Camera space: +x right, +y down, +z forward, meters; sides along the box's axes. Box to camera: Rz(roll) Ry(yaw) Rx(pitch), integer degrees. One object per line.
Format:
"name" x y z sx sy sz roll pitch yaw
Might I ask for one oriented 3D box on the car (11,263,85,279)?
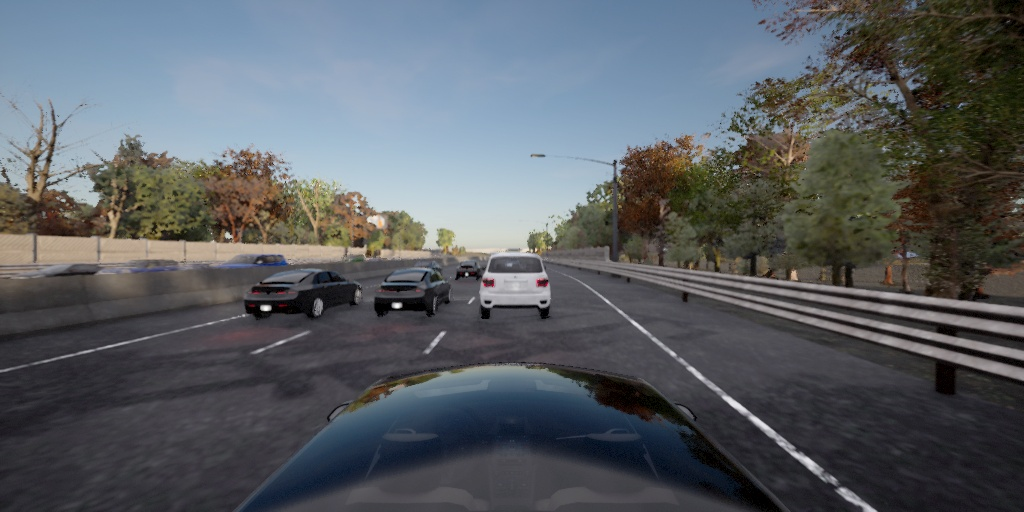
"car" -27.792 1.179 22.454 1.812 1.442 4.674 0 0 -2

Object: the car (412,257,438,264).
"car" -6.907 1.116 29.367 2.128 1.511 4.902 0 0 0

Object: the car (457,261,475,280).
"car" -3.407 1.129 29.428 1.837 1.490 4.892 0 0 0

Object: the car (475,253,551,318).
"car" 0.086 0.917 12.893 2.150 2.045 5.566 0 0 0

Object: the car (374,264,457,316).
"car" -3.403 1.200 13.037 1.837 1.490 4.892 0 0 0

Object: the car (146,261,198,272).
"car" -21.102 1.211 23.881 1.994 1.385 4.181 0 0 0

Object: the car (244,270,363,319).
"car" -6.904 1.203 12.480 1.837 1.490 4.892 0 0 0

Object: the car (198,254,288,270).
"car" -17.604 0.867 24.316 2.150 2.045 5.566 0 0 0

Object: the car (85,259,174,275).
"car" -24.602 0.999 23.922 2.097 1.767 4.553 0 0 0
